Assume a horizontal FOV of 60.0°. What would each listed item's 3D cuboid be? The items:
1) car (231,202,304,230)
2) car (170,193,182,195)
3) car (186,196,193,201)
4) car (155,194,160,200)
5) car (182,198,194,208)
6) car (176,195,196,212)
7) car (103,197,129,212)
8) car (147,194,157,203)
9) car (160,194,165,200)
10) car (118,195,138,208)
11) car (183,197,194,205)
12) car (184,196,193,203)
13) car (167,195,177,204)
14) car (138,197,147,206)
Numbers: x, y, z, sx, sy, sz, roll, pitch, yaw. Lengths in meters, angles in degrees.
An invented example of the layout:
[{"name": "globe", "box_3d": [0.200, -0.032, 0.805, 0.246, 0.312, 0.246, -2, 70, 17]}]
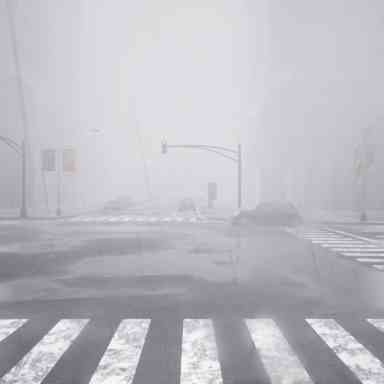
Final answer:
[{"name": "car", "box_3d": [4.837, 1.439, 21.742, 4.553, 1.767, 2.097, 1, 0, 10]}, {"name": "car", "box_3d": [-3.481, 1.559, 75.608, 1.837, 1.490, 4.892, 0, 0, 0]}, {"name": "car", "box_3d": [-0.808, 1.696, 93.278, 1.887, 1.381, 4.507, 0, 0, 0]}, {"name": "car", "box_3d": [-9.254, 1.417, 76.973, 2.192, 1.841, 5.009, 0, 0, 0]}, {"name": "car", "box_3d": [-0.597, 1.615, 49.878, 1.802, 1.307, 4.206, 0, 0, 0]}, {"name": "car", "box_3d": [-0.545, 1.448, 39.029, 1.967, 1.590, 4.097, 0, 0, 0]}, {"name": "car", "box_3d": [-9.070, 1.574, 38.990, 1.947, 1.339, 4.313, 0, 0, 0]}, {"name": "car", "box_3d": [-9.227, 1.669, 71.546, 1.802, 1.307, 4.206, 0, 0, 0]}, {"name": "car", "box_3d": [-9.332, 1.696, 93.249, 1.887, 1.381, 4.507, 0, 0, 0]}, {"name": "car", "box_3d": [-9.097, 1.335, 44.417, 2.192, 1.841, 5.009, 0, 0, 0]}, {"name": "car", "box_3d": [-0.650, 1.603, 60.728, 1.887, 1.381, 4.507, 0, 0, 0]}, {"name": "car", "box_3d": [-0.703, 1.613, 71.748, 1.752, 1.417, 4.829, 0, 0, 0]}, {"name": "car", "box_3d": [-3.433, 1.672, 65.640, 1.895, 1.301, 4.718, 0, 0, 0]}, {"name": "car", "box_3d": [-9.147, 1.570, 55.098, 1.752, 1.417, 4.829, 0, 0, 0]}]
